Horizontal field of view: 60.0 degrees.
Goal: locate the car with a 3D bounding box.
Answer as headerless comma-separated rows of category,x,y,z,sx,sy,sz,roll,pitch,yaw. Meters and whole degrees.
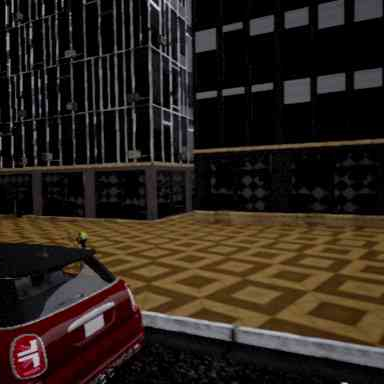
car,-2.727,1.391,4.141,4.097,1.590,1.967,-1,3,25
